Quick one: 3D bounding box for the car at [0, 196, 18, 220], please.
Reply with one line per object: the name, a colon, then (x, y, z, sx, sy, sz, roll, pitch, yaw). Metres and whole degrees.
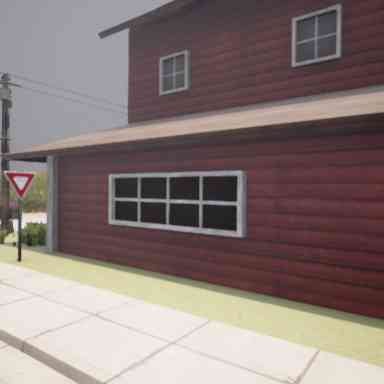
car: (-14.344, 1.063, 22.877, 2.097, 1.767, 4.553, 1, 0, 36)
